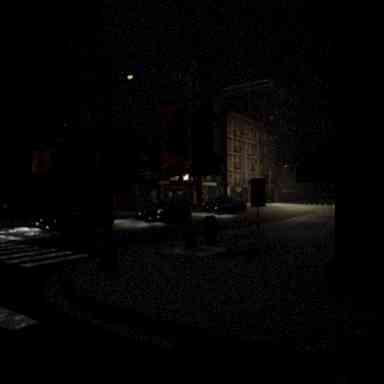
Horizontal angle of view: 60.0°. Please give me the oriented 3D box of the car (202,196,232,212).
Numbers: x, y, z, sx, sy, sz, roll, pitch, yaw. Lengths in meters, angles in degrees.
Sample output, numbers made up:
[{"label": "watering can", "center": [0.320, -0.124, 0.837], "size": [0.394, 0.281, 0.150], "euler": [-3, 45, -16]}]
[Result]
[{"label": "car", "center": [3.503, 1.520, 42.713], "size": [2.150, 2.045, 5.566], "euler": [-1, -1, 36]}]

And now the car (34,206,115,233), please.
[{"label": "car", "center": [-7.416, 1.819, 21.759], "size": [1.895, 1.301, 4.718], "euler": [-1, 0, 35]}]

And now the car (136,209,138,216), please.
[{"label": "car", "center": [-3.466, 1.761, 32.924], "size": [2.128, 1.511, 4.902], "euler": [-1, 0, 35]}]

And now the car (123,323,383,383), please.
[{"label": "car", "center": [1.358, 1.550, 1.873], "size": [4.403, 1.369, 2.008], "euler": [-1, 0, 36]}]

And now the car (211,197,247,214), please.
[{"label": "car", "center": [4.616, 1.737, 38.672], "size": [1.882, 1.535, 5.008], "euler": [-1, 0, 35]}]

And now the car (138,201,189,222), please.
[{"label": "car", "center": [-2.175, 1.587, 29.138], "size": [2.097, 1.767, 4.553], "euler": [-1, 0, 35]}]

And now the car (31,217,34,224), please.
[{"label": "car", "center": [-9.094, 1.798, 25.007], "size": [2.033, 1.411, 5.357], "euler": [-1, 0, 35]}]
